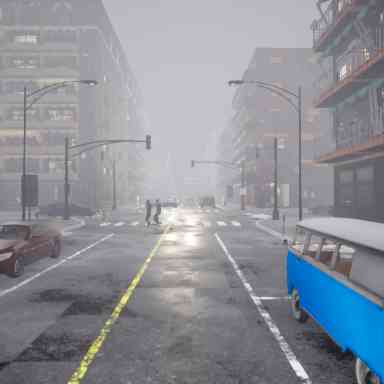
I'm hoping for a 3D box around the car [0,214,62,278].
[{"bbox_3d":[-5.358,1.588,10.138,1.802,1.307,4.206,1,0,0],"label":"car"}]

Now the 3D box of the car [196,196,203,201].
[{"bbox_3d":[2.033,1.776,92.791,1.802,1.307,4.206,1,0,0],"label":"car"}]

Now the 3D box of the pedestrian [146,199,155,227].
[{"bbox_3d":[-2.756,1.309,21.189,0.375,1.860,0.375,1,-1,0],"label":"pedestrian"}]

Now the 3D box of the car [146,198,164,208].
[{"bbox_3d":[-5.581,1.604,48.217,1.947,1.339,4.313,1,0,0],"label":"car"}]

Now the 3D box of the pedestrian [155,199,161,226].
[{"bbox_3d":[-2.262,1.309,21.904,0.375,1.860,0.375,1,-1,0],"label":"pedestrian"}]

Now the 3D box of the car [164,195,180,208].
[{"bbox_3d":[-3.126,1.602,48.464,1.994,1.385,4.181,0,0,-1],"label":"car"}]

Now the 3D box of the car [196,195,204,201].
[{"bbox_3d":[2.068,1.601,87.231,1.967,1.590,4.097,1,0,0],"label":"car"}]

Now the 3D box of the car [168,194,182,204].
[{"bbox_3d":[-3.168,1.577,58.354,1.812,1.442,4.674,0,0,0],"label":"car"}]

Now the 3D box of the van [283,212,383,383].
[{"bbox_3d":[2.527,1.343,4.598,1.690,1.788,3.998,1,0,0],"label":"van"}]

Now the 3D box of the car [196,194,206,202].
[{"bbox_3d":[2.103,1.444,81.668,2.192,1.841,5.009,1,0,0],"label":"car"}]

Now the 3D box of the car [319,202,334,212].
[{"bbox_3d":[13.581,1.452,28.094,4.403,1.369,2.008,0,-1,0],"label":"car"}]

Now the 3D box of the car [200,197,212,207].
[{"bbox_3d":[2.265,1.570,54.039,1.752,1.417,4.829,1,0,0],"label":"car"}]

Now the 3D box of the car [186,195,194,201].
[{"bbox_3d":[-0.516,1.538,88.303,2.033,1.411,5.357,0,0,0],"label":"car"}]

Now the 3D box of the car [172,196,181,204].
[{"bbox_3d":[-3.159,1.602,68.556,1.812,1.442,4.674,0,0,0],"label":"car"}]

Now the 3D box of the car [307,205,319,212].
[{"bbox_3d":[14.160,1.617,33.510,4.718,1.301,1.895,0,-1,-3],"label":"car"}]

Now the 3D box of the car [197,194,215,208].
[{"bbox_3d":[2.303,1.353,48.310,2.192,1.841,5.009,1,0,0],"label":"car"}]

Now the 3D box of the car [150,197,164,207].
[{"bbox_3d":[-5.614,1.610,53.778,1.947,1.339,4.313,1,0,0],"label":"car"}]

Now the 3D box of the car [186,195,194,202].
[{"bbox_3d":[-0.457,1.658,78.294,1.994,1.385,4.181,0,0,0],"label":"car"}]

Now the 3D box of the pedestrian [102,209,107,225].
[{"bbox_3d":[-5.938,1.691,22.475,0.500,1.100,0.500,1,-1,0],"label":"pedestrian"}]

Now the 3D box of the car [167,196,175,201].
[{"bbox_3d":[-5.844,1.718,92.541,1.752,1.417,4.829,1,0,0],"label":"car"}]

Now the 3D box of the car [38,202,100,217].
[{"bbox_3d":[-11.174,1.566,30.200,5.357,1.411,2.033,0,-1,5],"label":"car"}]
